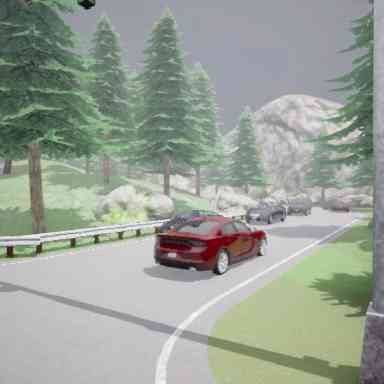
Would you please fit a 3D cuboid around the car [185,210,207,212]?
[{"bbox_3d":[0.198,1.581,16.418,1.994,1.385,4.181,0,0,33],"label":"car"}]

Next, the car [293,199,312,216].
[{"bbox_3d":[10.891,1.536,33.510,1.837,1.490,4.892,0,0,26],"label":"car"}]

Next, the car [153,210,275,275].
[{"bbox_3d":[0.826,1.544,10.746,1.882,1.535,5.008,0,-1,33],"label":"car"}]

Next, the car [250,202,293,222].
[{"bbox_3d":[5.581,1.516,24.780,2.128,1.511,4.902,0,0,33],"label":"car"}]

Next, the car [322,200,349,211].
[{"bbox_3d":[17.421,1.654,40.504,1.994,1.385,4.181,1,0,5],"label":"car"}]
